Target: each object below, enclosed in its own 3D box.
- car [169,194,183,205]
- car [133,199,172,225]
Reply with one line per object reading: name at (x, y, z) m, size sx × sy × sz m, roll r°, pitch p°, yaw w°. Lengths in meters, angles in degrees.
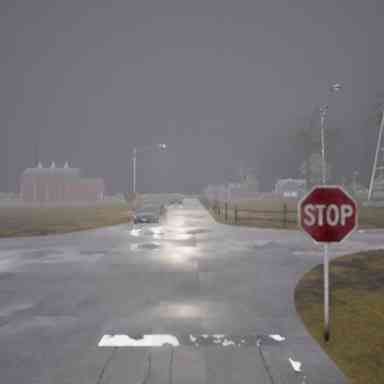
car at (-2.775, 1.321, 59.470) m, size 2.150 × 2.045 × 5.566 m, roll 0°, pitch 0°, yaw 0°
car at (-2.961, 1.588, 24.719) m, size 1.837 × 1.490 × 4.892 m, roll 0°, pitch 2°, yaw 6°
